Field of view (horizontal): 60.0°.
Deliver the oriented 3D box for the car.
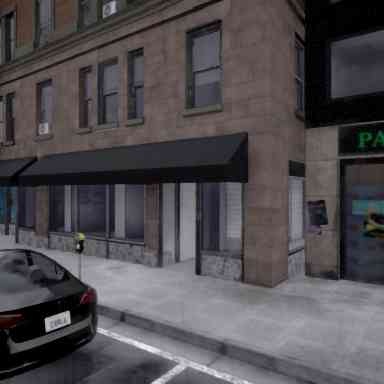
[{"bbox_3d":[-3.278,1.566,5.151,4.313,1.339,1.947,0,0,36],"label":"car"}]
